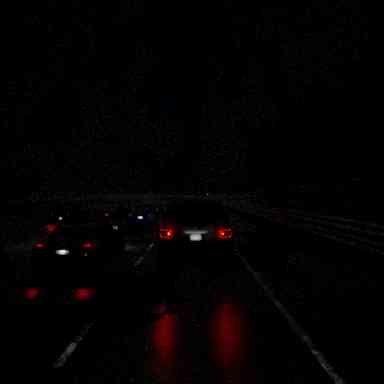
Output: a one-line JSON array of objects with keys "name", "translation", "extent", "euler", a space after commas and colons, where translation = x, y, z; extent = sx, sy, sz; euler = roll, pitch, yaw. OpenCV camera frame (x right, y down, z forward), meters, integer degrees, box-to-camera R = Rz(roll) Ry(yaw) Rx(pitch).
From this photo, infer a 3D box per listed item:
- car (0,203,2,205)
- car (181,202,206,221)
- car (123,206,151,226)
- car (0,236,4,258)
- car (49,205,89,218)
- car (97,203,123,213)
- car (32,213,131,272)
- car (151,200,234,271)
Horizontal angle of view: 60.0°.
[{"name": "car", "translation": [-24.551, 1.913, 40.562], "extent": [1.895, 1.301, 4.718], "euler": [0, -1, 1]}, {"name": "car", "translation": [0.094, 1.712, 30.691], "extent": [2.128, 1.511, 4.902], "euler": [0, -1, 0]}, {"name": "car", "translation": [-3.505, 1.728, 24.546], "extent": [1.994, 1.385, 4.181], "euler": [0, -1, 0]}, {"name": "car", "translation": [-6.902, 1.525, 8.659], "extent": [2.128, 1.511, 4.902], "euler": [0, 0, 0]}, {"name": "car", "translation": [-10.406, 1.802, 28.535], "extent": [1.895, 1.301, 4.718], "euler": [0, -1, 0]}, {"name": "car", "translation": [-6.906, 1.686, 29.358], "extent": [1.882, 1.535, 5.008], "euler": [0, -1, 0]}, {"name": "car", "translation": [-3.503, 1.611, 11.013], "extent": [1.994, 1.385, 4.181], "euler": [0, 0, 0]}, {"name": "car", "translation": [0.097, 1.271, 11.216], "extent": [2.150, 2.045, 5.566], "euler": [0, 0, 0]}]
